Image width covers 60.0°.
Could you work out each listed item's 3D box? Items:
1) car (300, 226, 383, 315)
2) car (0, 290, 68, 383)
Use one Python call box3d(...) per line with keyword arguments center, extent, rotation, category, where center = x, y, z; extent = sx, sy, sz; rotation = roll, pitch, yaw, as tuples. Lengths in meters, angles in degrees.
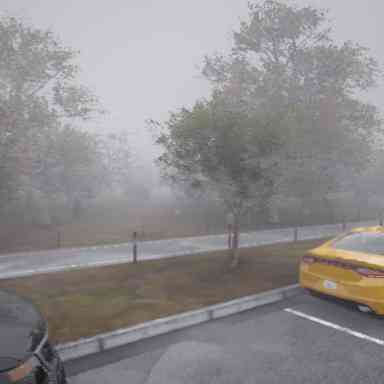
box3d(center=(4.524, 1.493, 7.282), extent=(5.008, 1.535, 2.097), rotation=(0, 0, -33), category="car")
box3d(center=(-3.524, 1.267, 1.544), extent=(5.566, 2.045, 2.435), rotation=(0, 0, -35), category="car")
